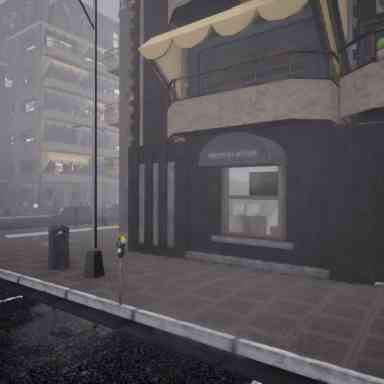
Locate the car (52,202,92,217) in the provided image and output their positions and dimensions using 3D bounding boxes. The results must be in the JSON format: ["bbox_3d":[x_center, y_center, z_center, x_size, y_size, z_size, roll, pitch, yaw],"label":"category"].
[{"bbox_3d":[-12.743,1.821,35.295,1.967,1.590,4.097,-1,-1,35],"label":"car"}]

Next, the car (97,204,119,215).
[{"bbox_3d":[-9.459,2.064,39.919,1.802,1.307,4.206,-1,-1,35],"label":"car"}]
